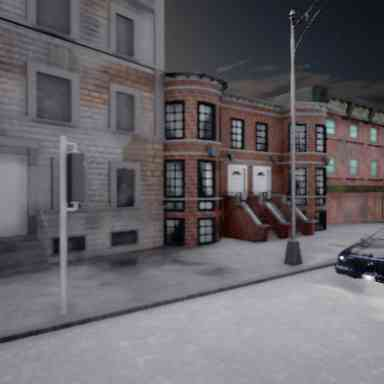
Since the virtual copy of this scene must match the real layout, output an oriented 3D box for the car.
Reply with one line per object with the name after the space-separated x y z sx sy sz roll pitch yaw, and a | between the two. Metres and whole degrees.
6.086 1.505 8.921 5.357 1.411 2.033 0 0 -35 | car
